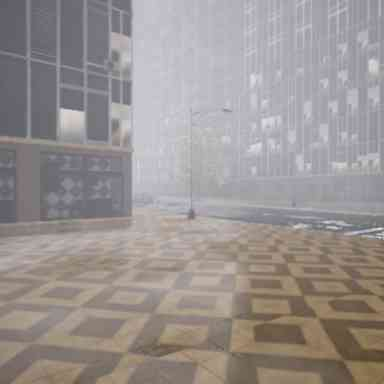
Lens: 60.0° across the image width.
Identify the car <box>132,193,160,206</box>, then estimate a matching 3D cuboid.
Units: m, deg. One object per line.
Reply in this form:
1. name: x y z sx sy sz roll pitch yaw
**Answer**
1. car: -5.792 0.837 41.274 2.128 1.511 4.902 0 1 -38
